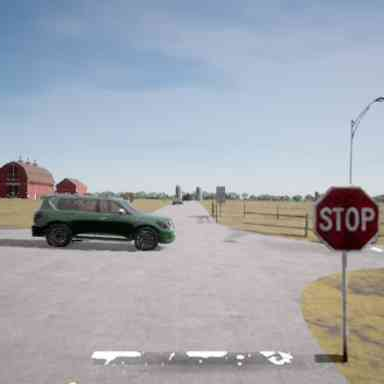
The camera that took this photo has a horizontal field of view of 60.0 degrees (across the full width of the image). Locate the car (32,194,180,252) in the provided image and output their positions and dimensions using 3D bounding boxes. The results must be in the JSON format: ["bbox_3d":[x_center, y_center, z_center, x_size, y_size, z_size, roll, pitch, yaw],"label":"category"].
[{"bbox_3d":[-3.449,1.190,13.442,5.566,2.045,2.150,3,-1,0],"label":"car"}]

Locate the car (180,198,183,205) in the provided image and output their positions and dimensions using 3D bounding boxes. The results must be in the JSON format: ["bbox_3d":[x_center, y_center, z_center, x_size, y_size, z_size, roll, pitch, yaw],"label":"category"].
[{"bbox_3d":[-2.761,1.857,65.343,1.994,1.385,4.181,0,0,0],"label":"car"}]
